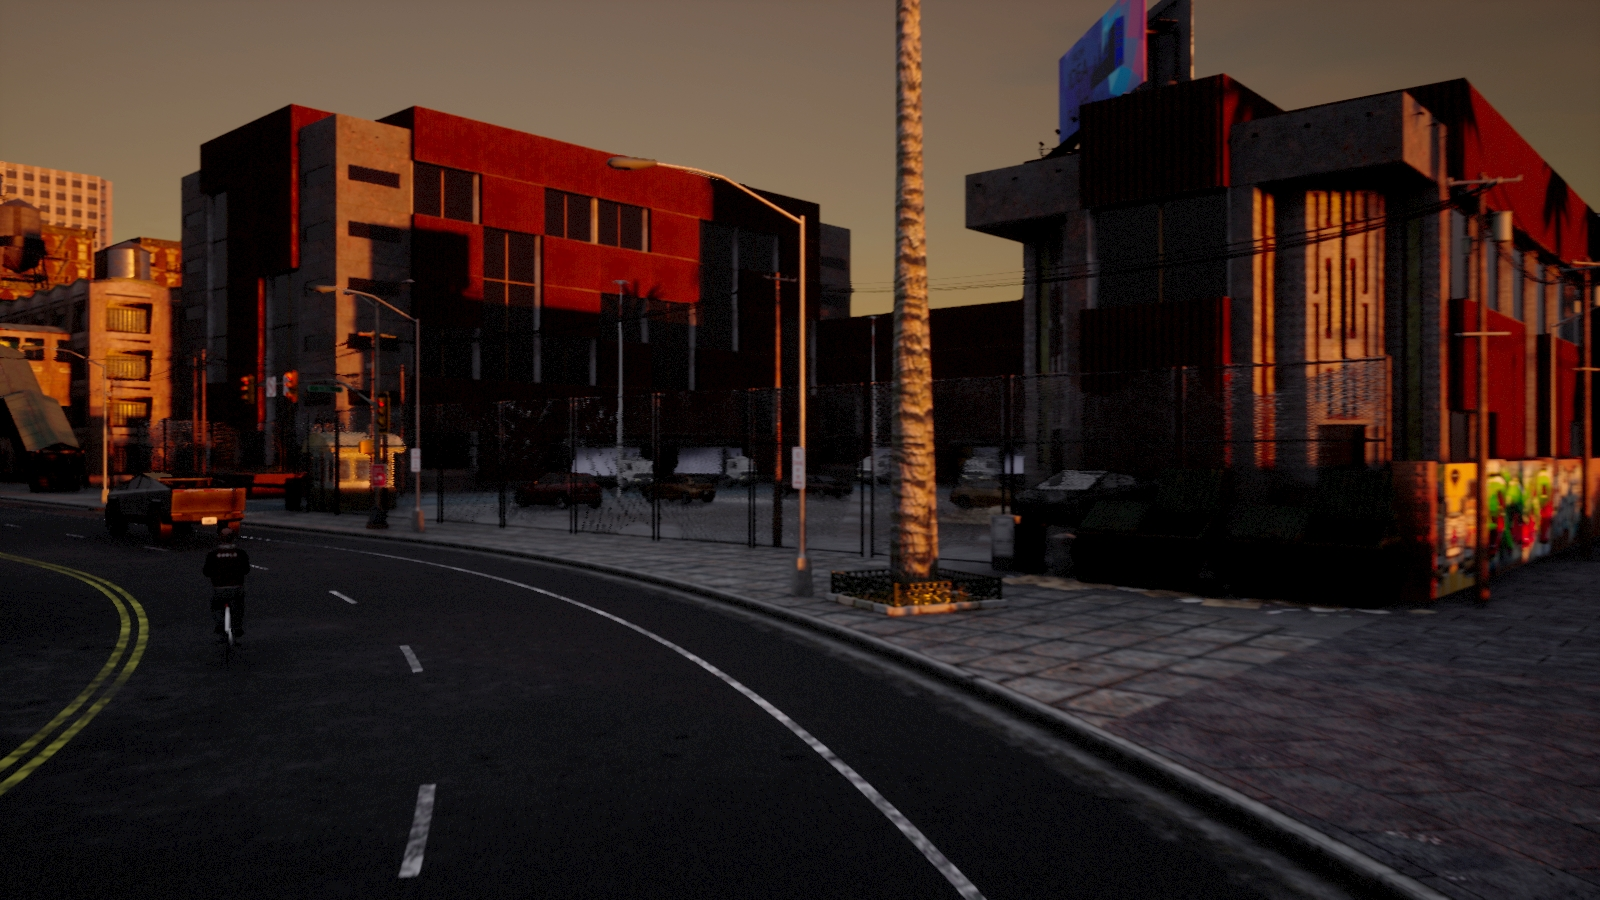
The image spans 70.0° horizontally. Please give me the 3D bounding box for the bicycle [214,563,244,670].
[{"bbox_3d":[-7.721,2.214,15.465,0.329,1.171,1.835,0,0,-26],"label":"bicycle"}]

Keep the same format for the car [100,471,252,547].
[{"bbox_3d":[-19.890,1.764,36.249,6.274,2.098,2.390,0,0,43],"label":"car"}]
